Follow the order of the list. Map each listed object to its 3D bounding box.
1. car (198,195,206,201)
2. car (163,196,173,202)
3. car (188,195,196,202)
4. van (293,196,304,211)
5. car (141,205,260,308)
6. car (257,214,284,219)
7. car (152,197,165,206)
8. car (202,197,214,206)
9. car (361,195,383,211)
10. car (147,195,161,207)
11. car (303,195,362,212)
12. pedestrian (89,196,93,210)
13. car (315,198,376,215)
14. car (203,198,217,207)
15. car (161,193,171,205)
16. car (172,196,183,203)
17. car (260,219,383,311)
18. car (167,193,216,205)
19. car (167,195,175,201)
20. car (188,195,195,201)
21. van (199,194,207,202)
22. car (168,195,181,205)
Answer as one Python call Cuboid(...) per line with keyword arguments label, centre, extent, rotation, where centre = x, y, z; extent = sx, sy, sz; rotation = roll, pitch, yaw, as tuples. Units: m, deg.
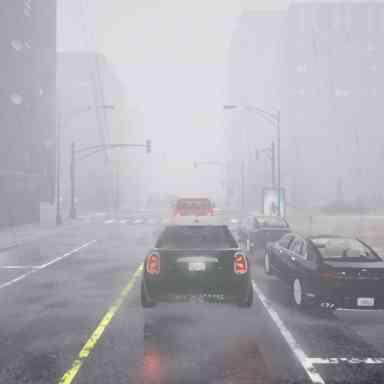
Cuboid(label="car", centre=(2.664, 1.582, 90.351), extent=(1.887, 1.381, 4.507), rotation=(1, 0, 0))
Cuboid(label="car", centre=(-5.712, 1.597, 79.245), extent=(1.947, 1.339, 4.313), rotation=(1, 0, 0))
Cuboid(label="car", centre=(-0.034, 1.557, 80.947), extent=(1.812, 1.442, 4.674), rotation=(0, 0, 0))
Cuboid(label="van", centre=(13.748, 1.296, 38.178), extent=(3.998, 1.788, 1.690), rotation=(0, 0, 0))
Cuboid(label="car", centre=(0.097, 1.354, 8.087), extent=(2.097, 1.767, 4.553), rotation=(0, 0, 0))
Cuboid(label="car", centre=(2.825, 1.555, 13.161), extent=(2.008, 1.369, 4.403), rotation=(1, 0, 0))
Cuboid(label="car", centre=(-5.702, 1.566, 56.961), extent=(1.887, 1.381, 4.507), rotation=(1, 0, 0))
Cuboid(label="car", centre=(2.677, 1.603, 56.925), extent=(1.802, 1.307, 4.206), rotation=(1, 0, 0))
Cuboid(label="car", centre=(19.275, 1.228, 38.141), extent=(5.009, 1.841, 2.192), rotation=(0, 0, 0))
Cuboid(label="car", centre=(-5.696, 1.334, 51.390), extent=(2.192, 1.841, 5.009), rotation=(1, 0, 0))
Cuboid(label="car", centre=(14.974, 1.385, 35.577), extent=(5.008, 1.535, 1.882), rotation=(0, -1, 2))
Cuboid(label="pedestrian", centre=(-12.546, 1.347, 41.312), extent=(0.375, 1.860, 0.375), rotation=(0, 0, 0))
Cuboid(label="car", centre=(13.691, 1.413, 29.797), extent=(4.206, 1.307, 1.802), rotation=(0, 0, 0))
Cuboid(label="car", centre=(2.680, 1.585, 51.354), extent=(1.947, 1.339, 4.313), rotation=(1, 0, 0))
Cuboid(label="car", centre=(-3.142, 1.240, 51.043), extent=(2.150, 2.045, 5.566), rotation=(0, 0, 0))
Cuboid(label="car", centre=(-3.029, 1.553, 70.682), extent=(2.128, 1.511, 4.902), rotation=(0, 0, 0))
Cuboid(label="car", centre=(2.828, 1.553, 7.591), extent=(2.008, 1.369, 4.403), rotation=(1, 0, 0))
Cuboid(label="car", centre=(0.080, 1.228, 17.558), extent=(2.150, 2.045, 5.566), rotation=(0, 0, 0))
Cuboid(label="car", centre=(-5.717, 1.603, 90.387), extent=(1.947, 1.339, 4.313), rotation=(1, 0, 0))
Cuboid(label="car", centre=(-0.038, 1.537, 90.833), extent=(1.837, 1.490, 4.892), rotation=(0, 0, 0))
Cuboid(label="van", centre=(2.671, 1.373, 79.210), extent=(1.690, 1.788, 3.998), rotation=(1, 0, 0))
Cuboid(label="car", centre=(-3.093, 1.375, 60.612), extent=(2.097, 1.767, 4.553), rotation=(0, 0, 0))
